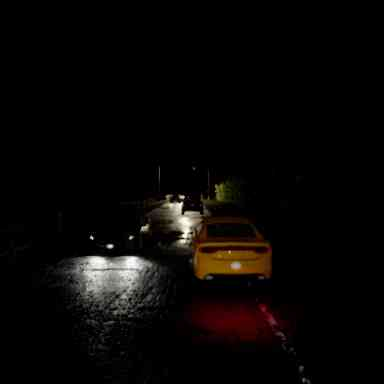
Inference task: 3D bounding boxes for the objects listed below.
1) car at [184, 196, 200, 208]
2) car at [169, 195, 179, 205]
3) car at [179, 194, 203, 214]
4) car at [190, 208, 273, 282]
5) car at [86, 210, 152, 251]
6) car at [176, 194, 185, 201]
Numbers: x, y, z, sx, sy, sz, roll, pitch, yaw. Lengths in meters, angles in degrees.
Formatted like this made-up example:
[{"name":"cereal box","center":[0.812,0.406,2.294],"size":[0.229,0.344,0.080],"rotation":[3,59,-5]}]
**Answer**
[{"name":"car","center":[0.049,1.383,45.812],"size":[2.128,1.511,4.902],"rotation":[0,0,0]},{"name":"car","center":[-2.836,1.390,57.614],"size":[1.812,1.442,4.674],"rotation":[0,0,0]},{"name":"car","center":[0.049,1.270,33.716],"size":[2.097,1.767,4.553],"rotation":[0,0,0]},{"name":"car","center":[0.960,1.454,9.720],"size":[1.882,1.535,5.008],"rotation":[0,0,0]},{"name":"car","center":[-2.852,1.512,14.274],"size":[2.033,1.411,5.357],"rotation":[0,0,0]},{"name":"car","center":[-2.775,1.339,81.222],"size":[1.812,1.442,4.674],"rotation":[0,0,0]}]
